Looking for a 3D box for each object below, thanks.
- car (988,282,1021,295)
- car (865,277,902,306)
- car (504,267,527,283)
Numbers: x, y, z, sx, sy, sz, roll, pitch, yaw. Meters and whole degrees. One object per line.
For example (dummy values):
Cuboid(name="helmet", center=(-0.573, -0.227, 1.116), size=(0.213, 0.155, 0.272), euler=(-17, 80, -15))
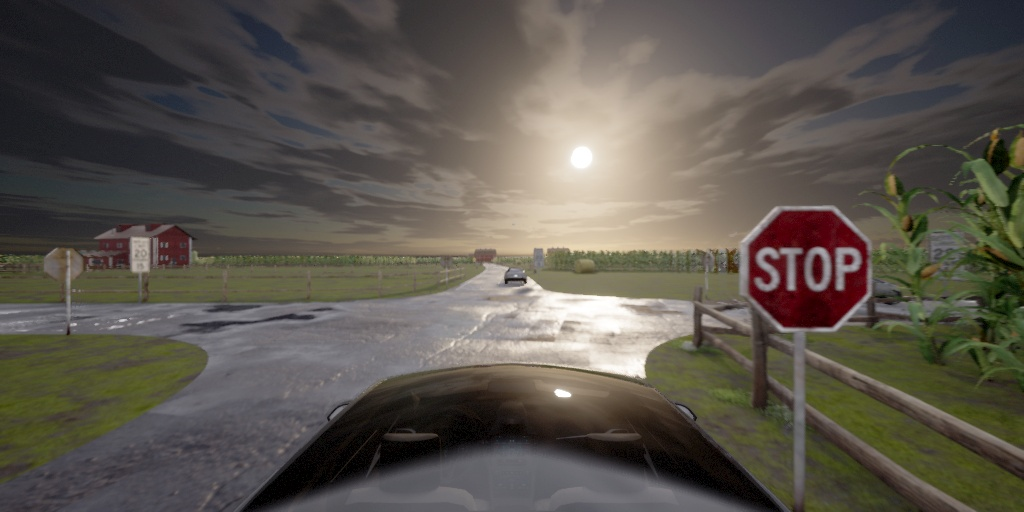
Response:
Cuboid(name="car", center=(26.001, 1.494, 17.646), size=(4.674, 1.442, 1.812), euler=(0, 0, -7))
Cuboid(name="car", center=(15.234, 1.506, 16.513), size=(4.181, 1.385, 1.994), euler=(0, 0, -5))
Cuboid(name="car", center=(0.308, 1.697, 32.452), size=(1.994, 1.385, 4.181), euler=(0, -1, -1))
